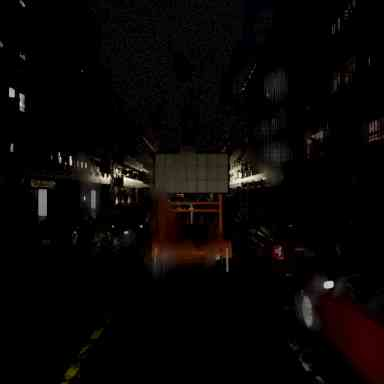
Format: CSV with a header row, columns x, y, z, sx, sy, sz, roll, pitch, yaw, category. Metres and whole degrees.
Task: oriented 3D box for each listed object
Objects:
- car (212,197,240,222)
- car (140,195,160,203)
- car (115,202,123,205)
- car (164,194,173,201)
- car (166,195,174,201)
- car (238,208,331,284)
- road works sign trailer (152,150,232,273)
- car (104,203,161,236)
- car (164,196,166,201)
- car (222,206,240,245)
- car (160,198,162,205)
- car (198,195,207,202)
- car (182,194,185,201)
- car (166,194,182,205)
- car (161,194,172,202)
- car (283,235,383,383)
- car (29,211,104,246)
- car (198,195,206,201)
x,y,z,sx,sy,sz,roll,pitch,yaw,category
2.664,1.312,26.449,2.192,1.841,5.009,0,0,0,car
-5.737,1.432,43.353,1.967,1.590,4.097,0,0,0,car
-5.718,1.523,26.272,1.752,1.417,4.829,0,0,0,car
-5.782,1.415,82.806,1.967,1.590,4.097,0,0,0,car
-5.788,1.516,88.444,1.887,1.381,4.507,0,0,0,car
2.682,1.440,9.540,1.967,1.590,4.097,0,0,0,car
-0.011,0.464,10.669,2.380,3.560,2.880,0,0,0,road works sign trailer
-3.120,1.546,18.509,2.033,1.411,5.357,0,0,0,car
-5.751,1.570,54.626,1.802,1.307,4.206,0,0,0,car
2.676,1.550,15.176,2.008,1.369,4.403,0,0,0,car
-5.743,1.305,48.989,2.192,1.841,5.009,0,0,0,car
2.604,1.503,77.346,1.752,1.417,4.829,0,0,0,car
-3.098,1.195,86.695,2.150,2.045,5.566,0,0,0,car
-3.147,1.464,57.861,1.882,1.535,5.008,0,0,0,car
-5.775,1.293,77.171,2.192,1.841,5.009,0,0,0,car
2.689,1.545,3.903,1.887,1.381,4.507,0,0,0,car
-5.705,1.565,15.169,1.947,1.339,4.313,0,0,0,car
2.592,1.516,88.449,1.887,1.381,4.507,0,0,0,car
